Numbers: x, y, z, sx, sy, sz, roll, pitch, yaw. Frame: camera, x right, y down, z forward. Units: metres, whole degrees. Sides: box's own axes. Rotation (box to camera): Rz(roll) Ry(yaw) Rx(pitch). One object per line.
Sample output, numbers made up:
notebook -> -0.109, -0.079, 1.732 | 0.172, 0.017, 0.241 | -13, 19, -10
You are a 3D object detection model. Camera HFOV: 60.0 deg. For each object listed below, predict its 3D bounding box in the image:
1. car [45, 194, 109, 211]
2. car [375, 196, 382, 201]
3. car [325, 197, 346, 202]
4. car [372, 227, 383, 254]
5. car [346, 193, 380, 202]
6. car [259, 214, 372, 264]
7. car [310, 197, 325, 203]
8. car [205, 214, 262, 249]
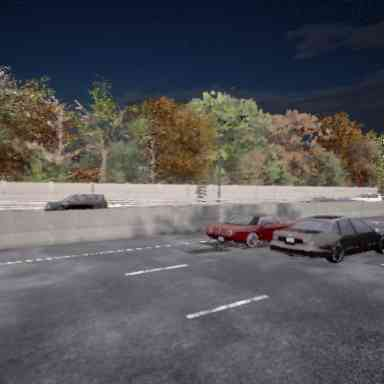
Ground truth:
car -> -10.553, 1.217, 30.814 | 5.566, 2.045, 2.150 | 0, 0, -35
car -> 27.086, 1.596, 44.767 | 4.718, 1.301, 1.895 | 0, 0, -35
car -> 22.984, 1.541, 50.421 | 5.357, 1.411, 2.033 | 0, 0, -35
car -> 7.272, 1.490, 9.066 | 4.902, 1.511, 2.128 | 0, 0, -36
car -> 24.949, 1.213, 47.535 | 5.566, 2.045, 2.150 | 0, 0, -35
car -> 5.103, 1.545, 11.815 | 5.357, 1.411, 2.033 | 0, 0, -36
car -> 20.930, 1.486, 53.262 | 4.902, 1.511, 2.128 | 0, 0, -35
car -> 2.977, 1.598, 14.597 | 4.718, 1.301, 1.895 | 0, 0, -36
